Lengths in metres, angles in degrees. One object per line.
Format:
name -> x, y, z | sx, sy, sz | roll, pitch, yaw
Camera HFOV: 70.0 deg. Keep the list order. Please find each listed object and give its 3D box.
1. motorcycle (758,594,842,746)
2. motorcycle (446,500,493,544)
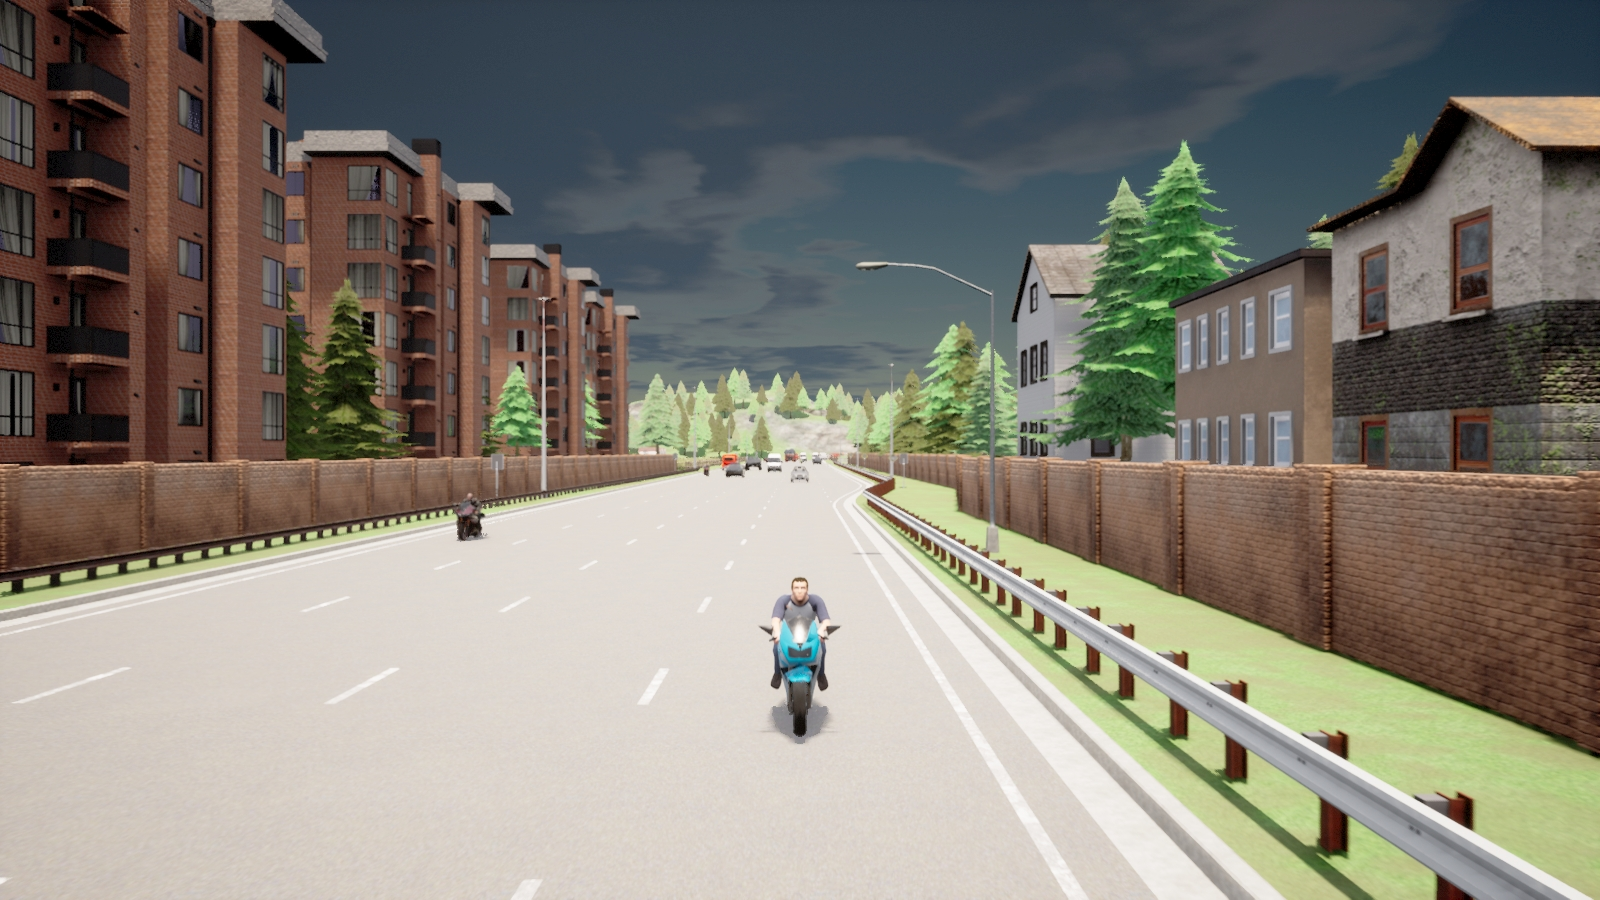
motorcycle -> -0.001, 2.213, 11.849 | 0.803, 1.199, 2.033 | 0, -1, 0
motorcycle -> -10.506, 2.276, 36.414 | 0.867, 1.251, 2.209 | 0, 0, 0
